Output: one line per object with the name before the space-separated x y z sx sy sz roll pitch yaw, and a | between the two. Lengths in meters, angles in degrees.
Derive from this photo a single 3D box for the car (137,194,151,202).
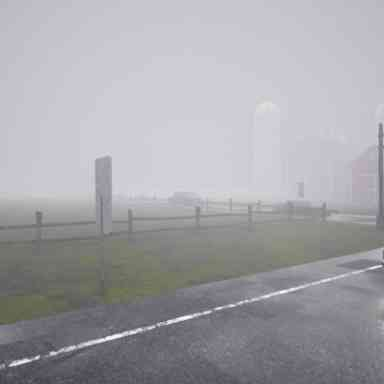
car | -9.090 1.038 59.844 1.994 1.385 4.181 -1 1 -35

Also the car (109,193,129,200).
car | -14.938 0.922 67.997 2.033 1.411 5.357 -1 1 -36

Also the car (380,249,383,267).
car | 6.982 1.597 8.807 4.718 1.301 1.895 0 0 -35

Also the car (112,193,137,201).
car | -12.160 1.085 59.214 1.895 1.301 4.718 -1 1 -35

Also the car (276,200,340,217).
car | 9.798 1.391 28.696 2.033 1.411 5.357 -1 1 -38

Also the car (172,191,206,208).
car | -0.471 0.903 42.847 2.150 2.045 5.566 -1 1 -35
